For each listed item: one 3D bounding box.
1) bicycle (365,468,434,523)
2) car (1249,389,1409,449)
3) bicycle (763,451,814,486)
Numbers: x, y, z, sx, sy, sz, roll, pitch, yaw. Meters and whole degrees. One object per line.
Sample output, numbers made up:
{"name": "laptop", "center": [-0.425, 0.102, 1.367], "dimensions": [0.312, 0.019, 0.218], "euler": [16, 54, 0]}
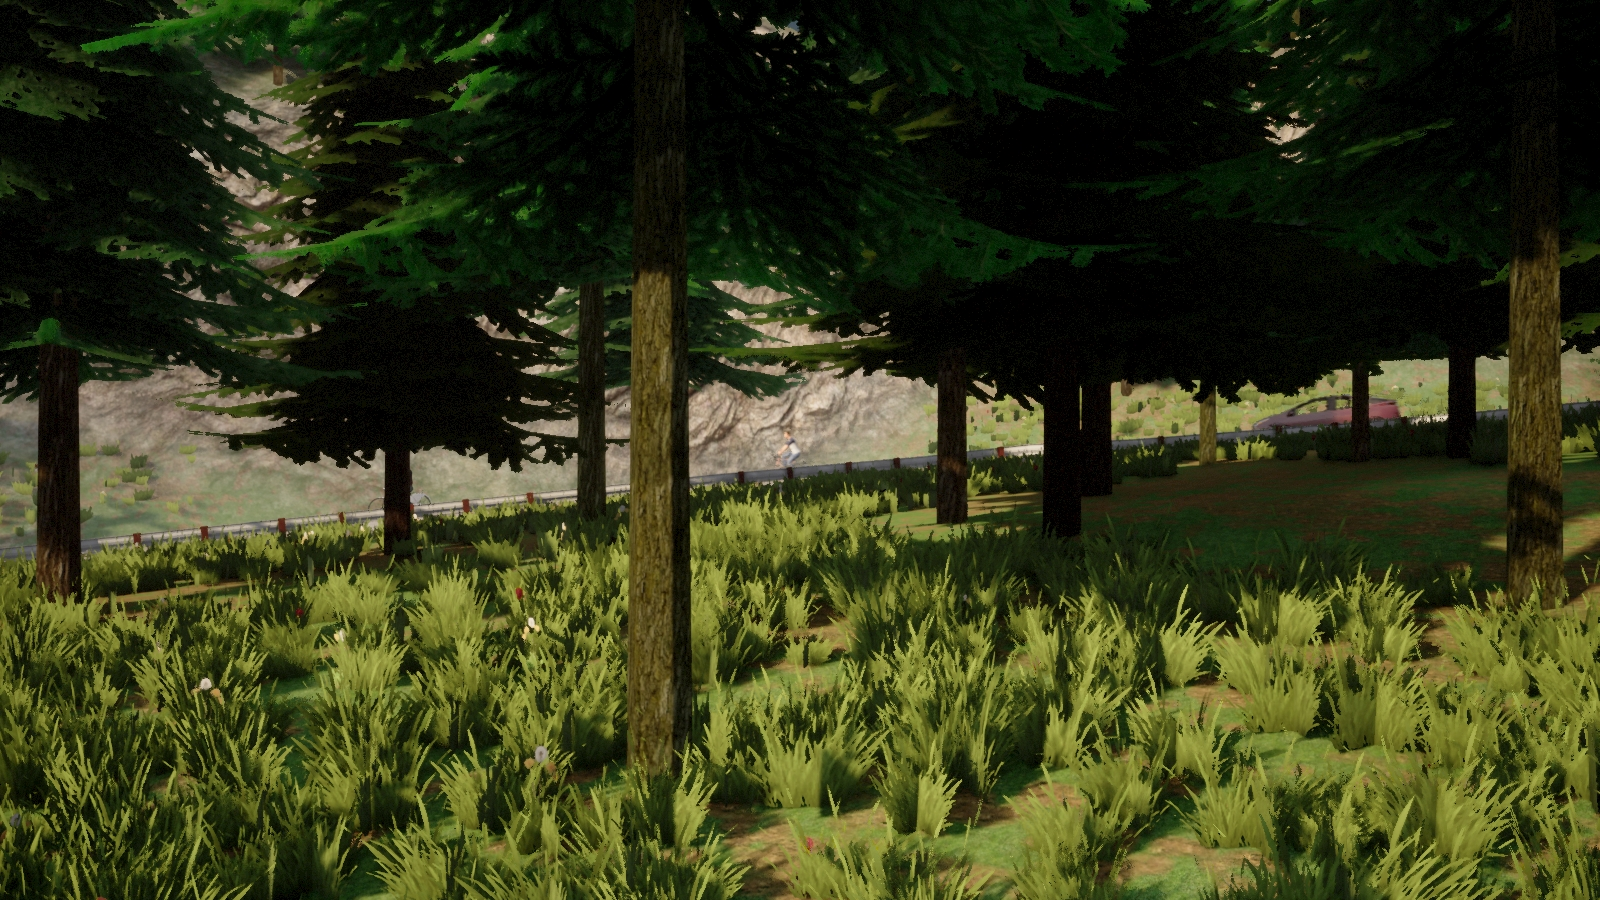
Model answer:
{"name": "bicycle", "center": [-12.075, 1.355, 34.490], "dimensions": [1.835, 1.471, 0.329], "euler": [-5, 2, -29]}
{"name": "car", "center": [17.145, -0.968, 37.275], "dimensions": [4.514, 1.525, 2.007], "euler": [-5, -2, 23]}
{"name": "bicycle", "center": [-0.394, 0.630, 39.199], "dimensions": [1.643, 1.024, 0.373], "euler": [-5, 2, -10]}
